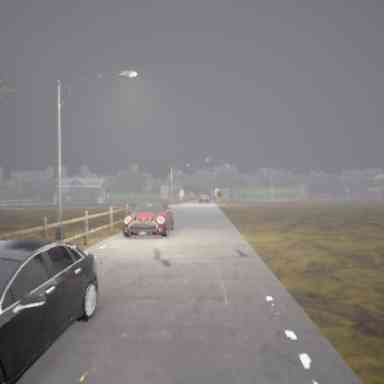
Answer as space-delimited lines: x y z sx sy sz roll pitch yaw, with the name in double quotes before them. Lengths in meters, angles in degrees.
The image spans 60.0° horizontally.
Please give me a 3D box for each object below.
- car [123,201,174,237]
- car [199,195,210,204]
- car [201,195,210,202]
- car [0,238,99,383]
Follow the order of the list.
"car" -2.163 1.312 17.580 2.097 1.767 4.553 0 0 3
"car" 2.480 1.373 65.553 2.097 1.767 4.553 0 0 5
"car" 3.035 1.460 75.673 1.994 1.385 4.181 0 -1 2
"car" -2.731 1.506 4.477 1.837 1.490 4.892 0 1 2
